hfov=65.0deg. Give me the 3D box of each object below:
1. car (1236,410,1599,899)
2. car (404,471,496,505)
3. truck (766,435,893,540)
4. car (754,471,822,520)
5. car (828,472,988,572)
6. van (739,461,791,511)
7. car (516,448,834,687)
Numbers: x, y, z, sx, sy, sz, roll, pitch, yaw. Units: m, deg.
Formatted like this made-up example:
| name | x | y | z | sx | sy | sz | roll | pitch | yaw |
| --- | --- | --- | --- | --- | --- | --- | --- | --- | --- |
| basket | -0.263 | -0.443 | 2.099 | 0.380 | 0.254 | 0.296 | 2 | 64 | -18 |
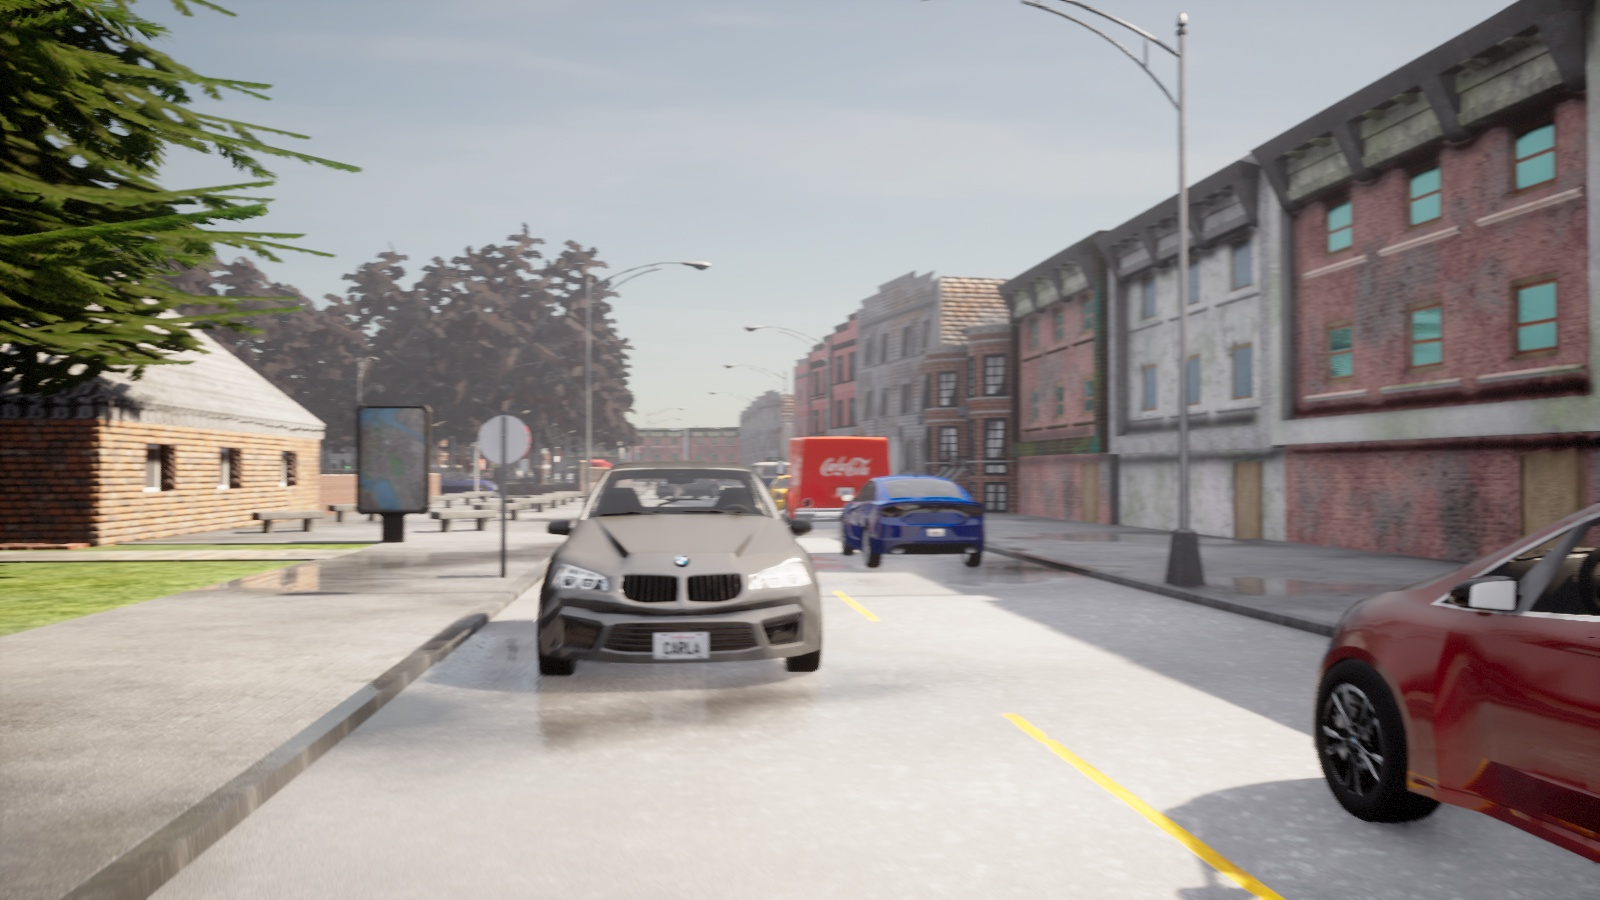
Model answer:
| name | x | y | z | sx | sy | sz | roll | pitch | yaw |
| --- | --- | --- | --- | --- | --- | --- | --- | --- | --- |
| car | 3.647 | 0.705 | 4.423 | 2.242 | 1.667 | 4.611 | 0 | -1 | -6 |
| car | -19.042 | 2.034 | 68.423 | 4.553 | 1.767 | 2.097 | 0 | -1 | -6 |
| truck | 0.640 | 0.902 | 32.510 | 2.627 | 2.467 | 5.204 | 0 | 0 | -6 |
| car | -0.481 | 1.511 | 43.070 | 1.801 | 1.575 | 5.366 | 0 | -1 | -6 |
| car | 1.745 | 1.164 | 22.110 | 1.882 | 1.535 | 5.008 | 0 | -1 | -6 |
| van | -1.507 | 1.499 | 52.563 | 1.775 | 1.987 | 4.442 | 0 | -1 | -6 |
| car | -1.124 | 0.865 | 11.236 | 2.242 | 1.667 | 4.611 | 0 | -1 | -6 |
